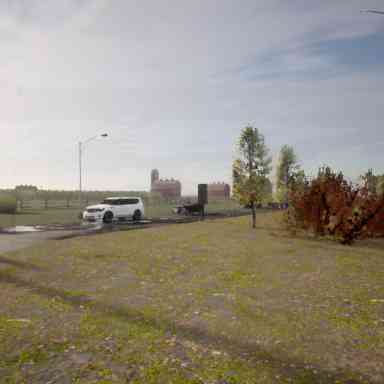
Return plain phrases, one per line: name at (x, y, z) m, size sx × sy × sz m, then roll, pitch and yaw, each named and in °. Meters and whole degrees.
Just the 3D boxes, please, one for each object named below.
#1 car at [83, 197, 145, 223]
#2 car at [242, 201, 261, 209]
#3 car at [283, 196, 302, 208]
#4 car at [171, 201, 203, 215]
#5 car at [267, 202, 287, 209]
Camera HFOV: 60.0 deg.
car at (-6.442, 1.453, 28.188) m, size 2.150 × 2.045 × 5.566 m, roll -1°, pitch -1°, yaw 34°
car at (9.651, 2.087, 53.892) m, size 1.994 × 1.385 × 4.181 m, roll -1°, pitch -1°, yaw 32°
car at (18.685, 1.783, 61.684) m, size 2.150 × 2.045 × 5.566 m, roll -1°, pitch -1°, yaw 31°
car at (-0.455, 1.827, 37.761) m, size 2.128 × 1.511 × 4.902 m, roll -1°, pitch -1°, yaw 32°
car at (13.458, 1.966, 53.157) m, size 1.837 × 1.490 × 4.892 m, roll -1°, pitch -1°, yaw 32°
